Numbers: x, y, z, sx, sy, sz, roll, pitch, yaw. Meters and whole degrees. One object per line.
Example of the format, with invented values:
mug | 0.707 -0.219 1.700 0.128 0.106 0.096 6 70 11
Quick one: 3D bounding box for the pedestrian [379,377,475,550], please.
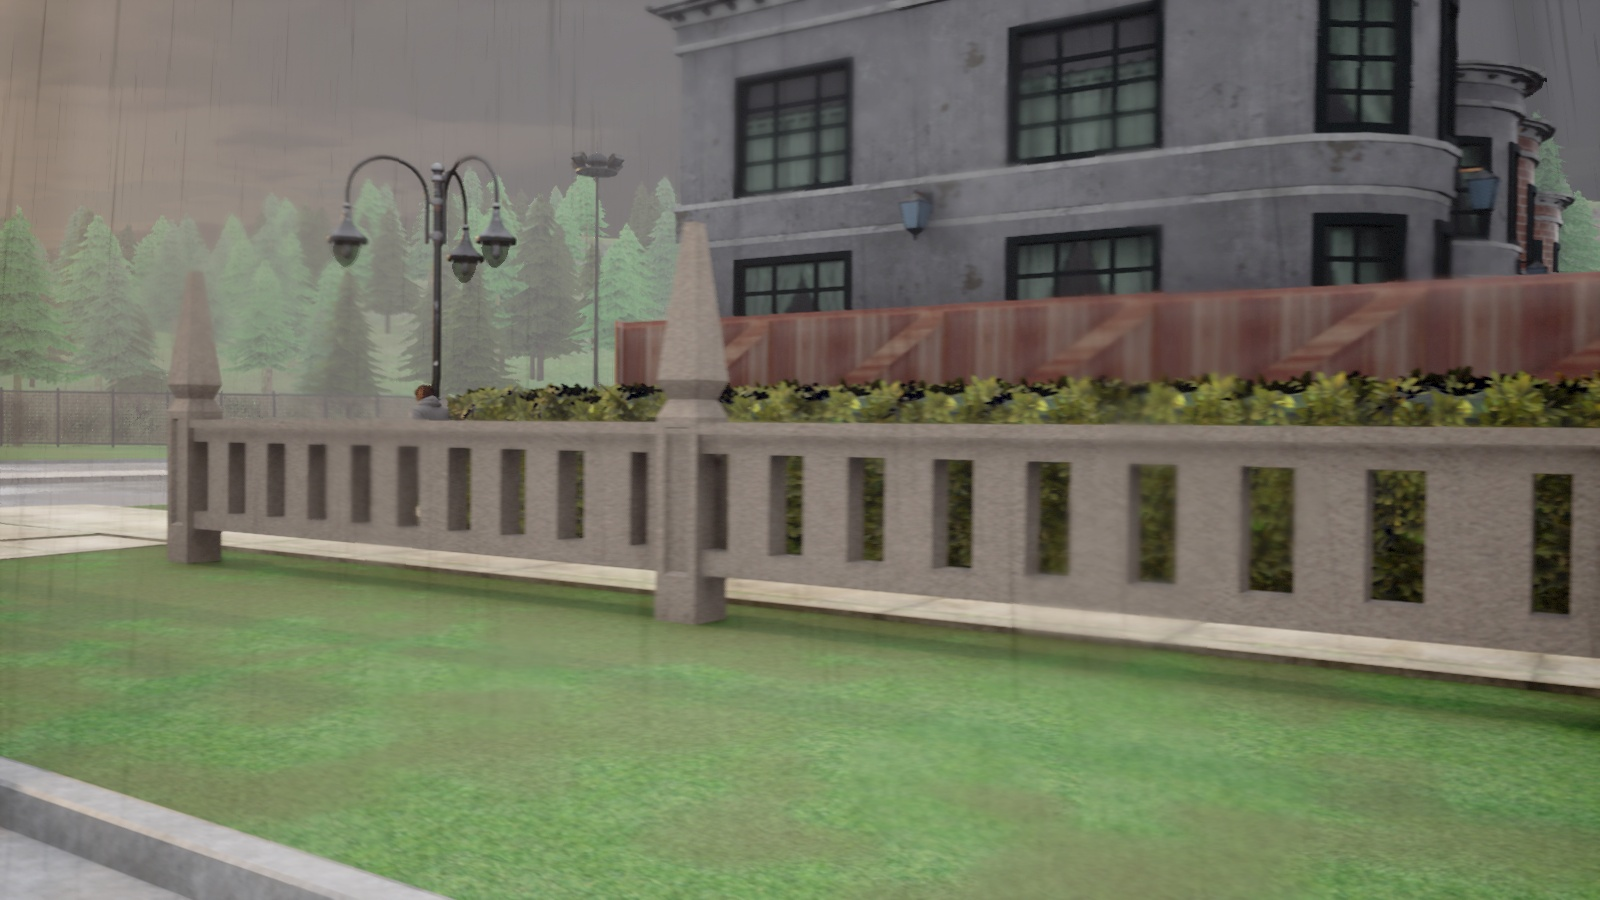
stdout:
pedestrian | -4.379 0.149 14.741 0.873 1.952 0.659 0 1 37
